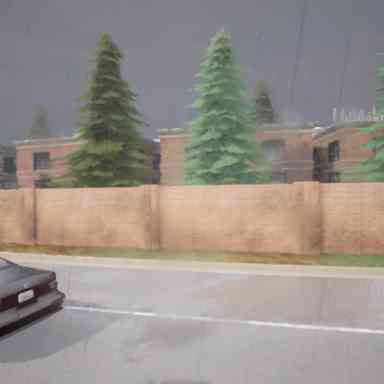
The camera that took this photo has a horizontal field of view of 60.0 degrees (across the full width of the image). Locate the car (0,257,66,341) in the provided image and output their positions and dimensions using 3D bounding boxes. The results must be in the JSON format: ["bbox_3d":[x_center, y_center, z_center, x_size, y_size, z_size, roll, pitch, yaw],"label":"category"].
[{"bbox_3d":[-4.886,1.642,5.739,5.357,1.411,2.033,-1,0,17],"label":"car"}]
